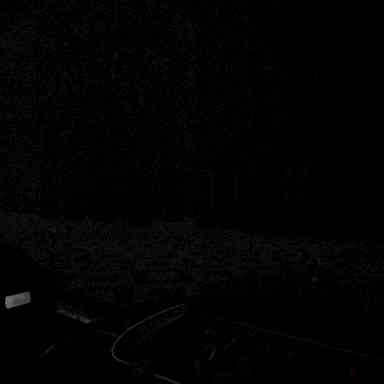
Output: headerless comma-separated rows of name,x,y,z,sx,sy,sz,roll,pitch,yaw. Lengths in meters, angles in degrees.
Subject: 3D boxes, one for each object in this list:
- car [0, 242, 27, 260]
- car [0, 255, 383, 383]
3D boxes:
car,-4.149,1.564,5.922,4.313,1.339,1.947,0,0,36
car,0.473,1.438,2.625,4.097,1.590,1.967,0,0,36
